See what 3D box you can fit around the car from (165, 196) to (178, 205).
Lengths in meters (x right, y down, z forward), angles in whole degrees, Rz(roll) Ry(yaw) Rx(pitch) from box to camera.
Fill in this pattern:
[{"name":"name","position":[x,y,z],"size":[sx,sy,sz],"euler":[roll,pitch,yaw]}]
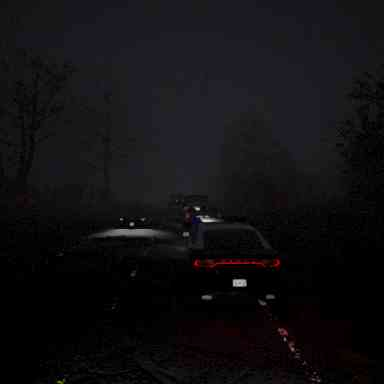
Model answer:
[{"name":"car","position":[-3.696,1.507,59.193],"size":[1.837,1.490,4.892],"euler":[0,0,-8]}]

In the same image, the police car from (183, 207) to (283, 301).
[{"name":"police car","position":[0.799,1.424,8.535],"size":[1.930,1.638,5.238],"euler":[0,0,-1]}]

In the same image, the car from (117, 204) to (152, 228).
[{"name":"car","position":[-3.715,1.546,22.509],"size":[2.033,1.411,5.357],"euler":[0,0,-3]}]

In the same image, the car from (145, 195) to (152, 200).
[{"name":"car","position":[-12.244,1.568,92.985],"size":[2.033,1.411,5.357],"euler":[0,0,-11]}]

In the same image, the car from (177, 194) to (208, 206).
[{"name":"car","position":[0.206,1.221,24.522],"size":[2.150,2.045,5.566],"euler":[0,0,-3]}]

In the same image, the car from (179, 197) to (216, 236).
[{"name":"car","position":[0.492,1.349,18.440],"size":[2.097,1.767,4.553],"euler":[0,0,-2]}]

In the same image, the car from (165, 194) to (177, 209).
[{"name":"car","position":[-2.186,1.220,45.305],"size":[2.150,2.045,5.566],"euler":[0,0,-5]}]
